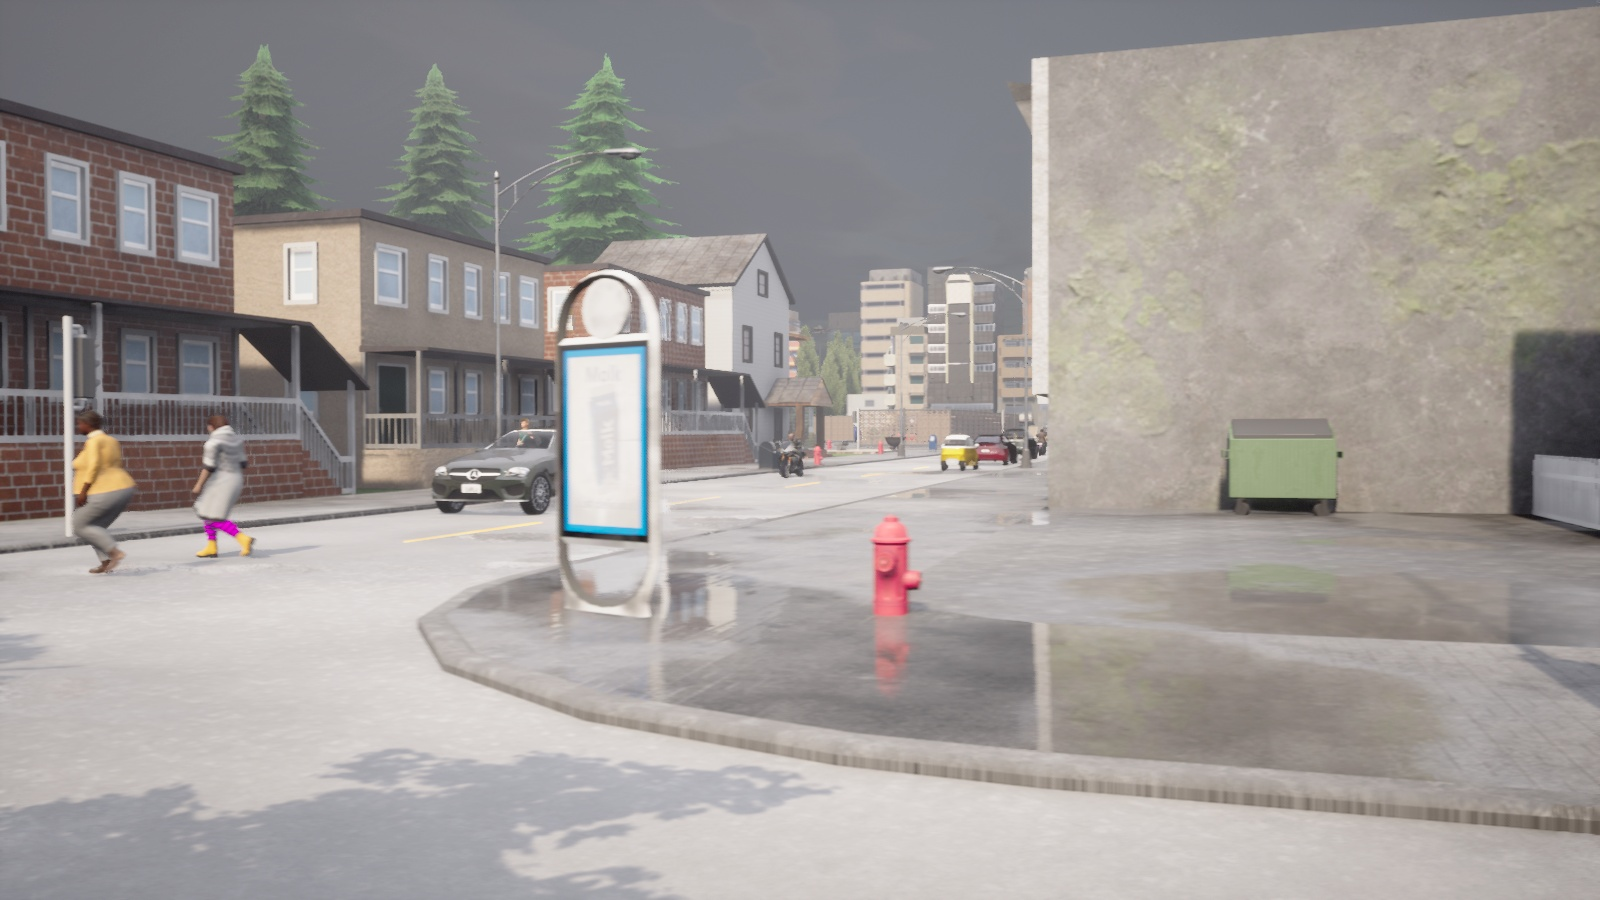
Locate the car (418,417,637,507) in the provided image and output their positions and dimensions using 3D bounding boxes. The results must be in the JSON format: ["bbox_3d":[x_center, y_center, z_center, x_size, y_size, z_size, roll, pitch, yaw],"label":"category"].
[{"bbox_3d":[-5.387,0.179,25.653,2.152,1.651,5.027,1,1,18],"label":"car"}]

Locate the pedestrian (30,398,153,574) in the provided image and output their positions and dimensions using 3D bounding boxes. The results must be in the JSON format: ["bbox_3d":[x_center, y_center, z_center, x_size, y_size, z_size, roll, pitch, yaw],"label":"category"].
[{"bbox_3d":[-7.712,0.370,13.713,0.900,1.855,0.874,0,1,-7],"label":"pedestrian"}]

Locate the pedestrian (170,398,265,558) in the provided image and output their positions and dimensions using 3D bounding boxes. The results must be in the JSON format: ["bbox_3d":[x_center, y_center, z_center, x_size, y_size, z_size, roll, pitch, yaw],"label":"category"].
[{"bbox_3d":[-7.267,0.341,15.693,0.873,1.952,0.659,0,1,0],"label":"pedestrian"}]

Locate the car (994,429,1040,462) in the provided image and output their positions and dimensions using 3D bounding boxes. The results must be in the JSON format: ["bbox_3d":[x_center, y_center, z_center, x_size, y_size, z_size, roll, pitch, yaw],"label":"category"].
[{"bbox_3d":[11.267,-0.261,65.065,1.851,1.617,3.988,1,1,18],"label":"car"}]

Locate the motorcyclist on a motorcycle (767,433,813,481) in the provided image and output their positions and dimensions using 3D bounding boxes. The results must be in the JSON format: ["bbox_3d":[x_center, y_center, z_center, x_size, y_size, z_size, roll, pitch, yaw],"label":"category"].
[{"bbox_3d":[-0.319,0.201,41.692,0.866,1.530,2.191,1,1,18],"label":"motorcyclist on a motorcycle"}]

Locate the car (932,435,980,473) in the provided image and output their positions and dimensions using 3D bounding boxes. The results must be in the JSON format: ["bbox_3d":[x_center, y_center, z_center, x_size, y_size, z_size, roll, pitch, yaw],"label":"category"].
[{"bbox_3d":[6.055,0.136,48.585,1.481,1.376,2.207,1,1,18],"label":"car"}]

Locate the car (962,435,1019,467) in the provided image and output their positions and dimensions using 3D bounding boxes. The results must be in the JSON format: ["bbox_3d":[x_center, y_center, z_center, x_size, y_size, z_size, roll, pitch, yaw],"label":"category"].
[{"bbox_3d":[8.654,0.026,56.790,1.994,1.385,4.181,0,1,17],"label":"car"}]
